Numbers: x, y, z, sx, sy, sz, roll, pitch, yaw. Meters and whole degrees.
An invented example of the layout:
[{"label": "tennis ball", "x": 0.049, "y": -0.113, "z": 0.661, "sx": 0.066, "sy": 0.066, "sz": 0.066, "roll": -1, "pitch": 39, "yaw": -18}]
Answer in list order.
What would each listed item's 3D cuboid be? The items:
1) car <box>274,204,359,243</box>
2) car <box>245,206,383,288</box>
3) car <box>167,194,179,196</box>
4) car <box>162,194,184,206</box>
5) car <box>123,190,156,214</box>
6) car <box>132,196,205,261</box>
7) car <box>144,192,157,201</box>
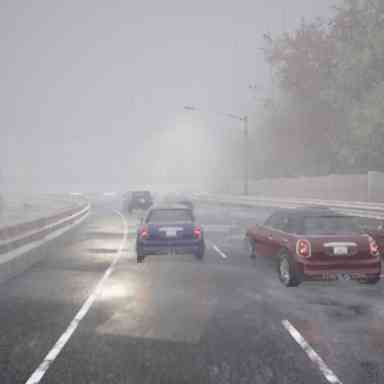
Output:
[{"label": "car", "x": 5.639, "y": 1.358, "z": 15.708, "sx": 1.994, "sy": 1.385, "sz": 4.181, "roll": 0, "pitch": 1, "yaw": -8}, {"label": "car", "x": 2.953, "y": 1.232, "z": 9.174, "sx": 2.097, "sy": 1.767, "sz": 4.553, "roll": 0, "pitch": 1, "yaw": -5}, {"label": "car", "x": -1.220, "y": 1.151, "z": 30.188, "sx": 1.837, "sy": 1.490, "sz": 4.892, "roll": 0, "pitch": 1, "yaw": -17}, {"label": "car", "x": -2.602, "y": 0.997, "z": 45.375, "sx": 1.812, "sy": 1.442, "sz": 4.674, "roll": 0, "pitch": 1, "yaw": -19}, {"label": "car", "x": -5.009, "y": 0.874, "z": 30.669, "sx": 2.150, "sy": 2.045, "sz": 5.566, "roll": 0, "pitch": 1, "yaw": -18}, {"label": "car", "x": -0.873, "y": 1.213, "z": 11.901, "sx": 2.097, "sy": 1.767, "sz": 4.553, "roll": 0, "pitch": 1, "yaw": -7}, {"label": "car", "x": -7.783, "y": 0.779, "z": 62.398, "sx": 2.128, "sy": 1.511, "sz": 4.902, "roll": 0, "pitch": 1, "yaw": -11}]
